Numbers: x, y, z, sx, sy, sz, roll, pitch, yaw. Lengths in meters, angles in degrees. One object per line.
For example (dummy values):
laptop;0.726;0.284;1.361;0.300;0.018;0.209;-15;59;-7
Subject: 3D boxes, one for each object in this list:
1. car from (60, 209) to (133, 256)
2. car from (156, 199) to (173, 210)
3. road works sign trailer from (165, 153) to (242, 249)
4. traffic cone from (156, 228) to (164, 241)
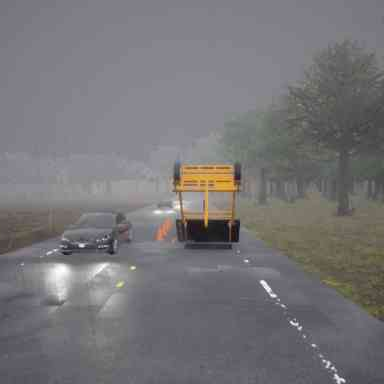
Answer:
car;-3.584;1.492;13.233;1.837;1.490;4.892;0;0;0
car;-3.444;1.549;42.601;1.895;1.301;4.718;0;0;0
road works sign trailer;0.548;0.919;11.770;2.380;3.560;2.880;0;45;4
traffic cone;-1.466;1.941;15.322;0.340;0.580;0.340;0;0;0
